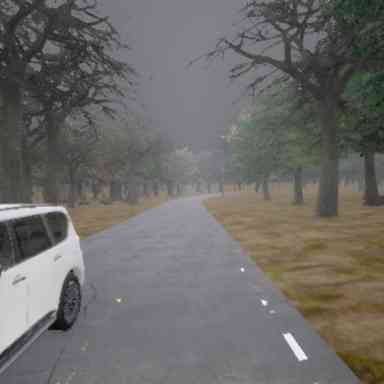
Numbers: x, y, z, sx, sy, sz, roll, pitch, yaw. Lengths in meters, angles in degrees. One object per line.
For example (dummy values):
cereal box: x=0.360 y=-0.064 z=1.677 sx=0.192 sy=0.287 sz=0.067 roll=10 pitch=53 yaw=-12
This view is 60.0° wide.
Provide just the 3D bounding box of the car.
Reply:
car: x=-3.016 y=1.215 z=3.914 sx=2.150 sy=2.045 sz=5.566 roll=0 pitch=0 yaw=0
